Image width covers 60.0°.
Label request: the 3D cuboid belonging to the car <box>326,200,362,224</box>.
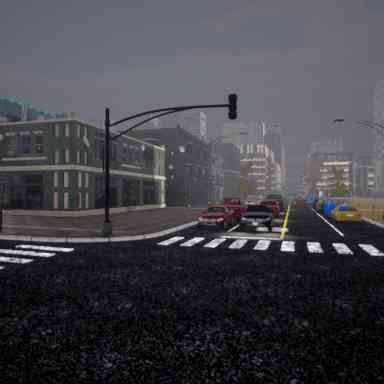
[{"bbox_3d":[11.297,1.537,24.591,1.752,1.417,4.829,0,0,17],"label":"car"}]

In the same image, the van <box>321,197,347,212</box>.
[{"bbox_3d":[12.856,1.355,29.742,1.690,1.788,3.998,0,0,17],"label":"van"}]

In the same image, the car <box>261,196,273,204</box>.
[{"bbox_3d":[14.479,1.583,64.046,2.008,1.369,4.403,0,0,17],"label":"car"}]

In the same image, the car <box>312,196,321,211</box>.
[{"bbox_3d":[16.070,1.570,40.368,2.008,1.369,4.403,0,0,17],"label":"car"}]

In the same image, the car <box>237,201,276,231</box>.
[{"bbox_3d":[4.185,1.536,21.066,1.812,1.442,4.674,0,0,15],"label":"car"}]

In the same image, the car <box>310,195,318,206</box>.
[{"bbox_3d":[19.286,1.591,50.994,1.947,1.339,4.313,0,0,17],"label":"car"}]

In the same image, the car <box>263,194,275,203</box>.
[{"bbox_3d":[16.088,1.351,69.358,2.192,1.841,5.009,0,0,17],"label":"car"}]

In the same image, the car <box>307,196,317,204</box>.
[{"bbox_3d":[24.159,1.559,67.096,1.752,1.417,4.829,0,0,17],"label":"car"}]

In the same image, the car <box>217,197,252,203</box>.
[{"bbox_3d":[3.227,1.328,26.853,2.192,1.841,5.009,0,0,17],"label":"car"}]

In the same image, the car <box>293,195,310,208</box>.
[{"bbox_3d":[16.152,1.588,49.593,1.994,1.385,4.181,0,0,17],"label":"car"}]

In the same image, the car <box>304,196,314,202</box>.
[{"bbox_3d":[27.324,1.606,77.561,1.947,1.339,4.313,0,0,17],"label":"car"}]

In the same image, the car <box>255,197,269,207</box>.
[{"bbox_3d":[11.215,1.552,53.257,1.752,1.417,4.829,0,0,17],"label":"car"}]

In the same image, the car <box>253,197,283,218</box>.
[{"bbox_3d":[7.087,1.492,30.671,1.882,1.535,5.008,0,0,17],"label":"car"}]

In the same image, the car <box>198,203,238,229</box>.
[{"bbox_3d":[1.618,1.592,21.540,1.802,1.307,4.206,0,0,17],"label":"car"}]

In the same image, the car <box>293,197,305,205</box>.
[{"bbox_3d":[18.942,1.577,59.158,2.033,1.411,5.357,0,0,17],"label":"car"}]

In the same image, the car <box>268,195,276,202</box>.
[{"bbox_3d":[19.253,1.567,79.823,1.752,1.417,4.829,0,0,17],"label":"car"}]

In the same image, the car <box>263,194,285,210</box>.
[{"bbox_3d":[10.152,1.241,40.711,2.150,2.045,5.566,0,0,18],"label":"car"}]
